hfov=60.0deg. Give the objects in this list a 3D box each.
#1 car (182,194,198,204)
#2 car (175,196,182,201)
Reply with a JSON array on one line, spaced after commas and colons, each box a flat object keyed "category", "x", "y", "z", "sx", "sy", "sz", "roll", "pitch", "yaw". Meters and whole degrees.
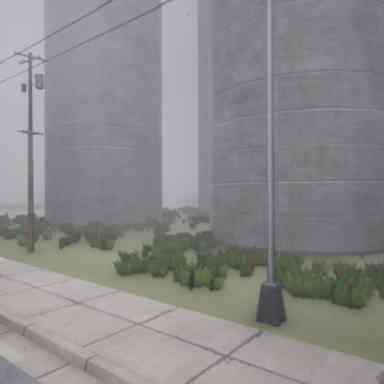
[{"category": "car", "x": 0.632, "y": 1.430, "z": 67.100, "sx": 3.866, "sy": 1.878, "sz": 1.905, "roll": 0, "pitch": 0, "yaw": 38}, {"category": "car", "x": -2.331, "y": 1.685, "z": 85.064, "sx": 3.905, "sy": 1.438, "sz": 1.784, "roll": 0, "pitch": 0, "yaw": 38}]
